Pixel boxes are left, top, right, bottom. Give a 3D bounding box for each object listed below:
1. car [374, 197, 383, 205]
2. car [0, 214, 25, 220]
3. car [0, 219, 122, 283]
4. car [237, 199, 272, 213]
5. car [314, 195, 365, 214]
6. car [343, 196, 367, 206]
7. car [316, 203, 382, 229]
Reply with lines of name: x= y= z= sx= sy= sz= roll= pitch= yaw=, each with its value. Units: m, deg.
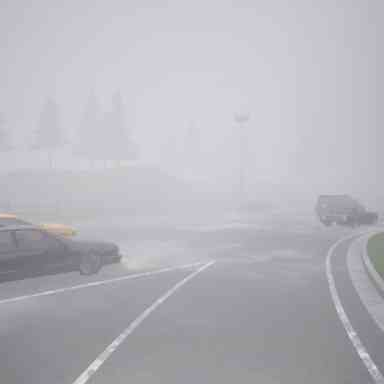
car: x=32.107 y=1.522 z=55.317 sx=5.008 sy=1.535 sz=1.882 roll=0 pitch=0 yaw=-42
car: x=-6.496 y=1.485 z=11.403 sx=5.008 sy=1.535 sz=1.882 roll=0 pitch=0 yaw=-42
car: x=-4.537 y=1.553 z=8.459 sx=5.357 sy=1.411 sz=2.033 roll=0 pitch=0 yaw=-42
car: x=7.093 y=1.533 z=37.579 sx=4.892 sy=1.490 sz=1.837 roll=0 pitch=0 yaw=-42
car: x=12.608 y=1.245 z=28.429 sx=5.566 sy=2.045 sz=2.150 roll=0 pitch=0 yaw=-42
car: x=27.172 y=1.522 z=55.473 sx=5.008 sy=1.535 sz=1.882 roll=0 pitch=0 yaw=-42
car: x=10.317 y=1.618 z=21.699 sx=4.718 sy=1.301 sz=1.895 roll=0 pitch=0 yaw=-42
